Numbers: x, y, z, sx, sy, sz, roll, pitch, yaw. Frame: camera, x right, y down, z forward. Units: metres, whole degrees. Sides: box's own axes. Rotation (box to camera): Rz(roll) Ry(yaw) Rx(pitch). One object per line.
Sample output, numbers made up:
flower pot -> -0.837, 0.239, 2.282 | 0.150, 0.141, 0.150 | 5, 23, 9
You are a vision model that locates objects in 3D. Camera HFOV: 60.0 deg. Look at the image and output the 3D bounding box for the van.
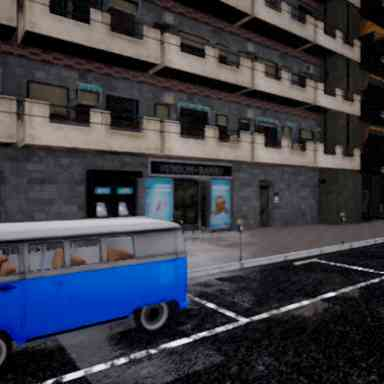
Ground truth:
van -> -1.954, 1.339, 5.161 | 3.998, 1.788, 1.690 | 0, 0, -36
